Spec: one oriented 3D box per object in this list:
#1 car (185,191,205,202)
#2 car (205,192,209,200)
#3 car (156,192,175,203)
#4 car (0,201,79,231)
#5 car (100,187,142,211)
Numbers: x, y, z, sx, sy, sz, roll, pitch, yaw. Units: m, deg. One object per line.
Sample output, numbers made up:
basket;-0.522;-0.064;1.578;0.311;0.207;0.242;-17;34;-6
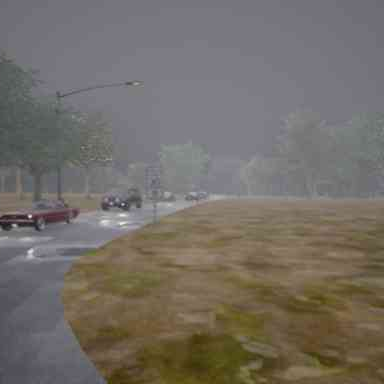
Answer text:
car;0.183;0.674;48.562;1.812;1.442;4.674;-1;0;11
car;1.701;0.641;56.935;1.837;1.490;4.892;-1;0;11
car;-3.542;0.721;45.304;1.812;1.442;4.674;-1;0;10
car;-7.624;1.124;16.860;1.895;1.301;4.718;-1;1;6
car;-6.103;0.557;29.426;2.150;2.045;5.566;-1;0;8
